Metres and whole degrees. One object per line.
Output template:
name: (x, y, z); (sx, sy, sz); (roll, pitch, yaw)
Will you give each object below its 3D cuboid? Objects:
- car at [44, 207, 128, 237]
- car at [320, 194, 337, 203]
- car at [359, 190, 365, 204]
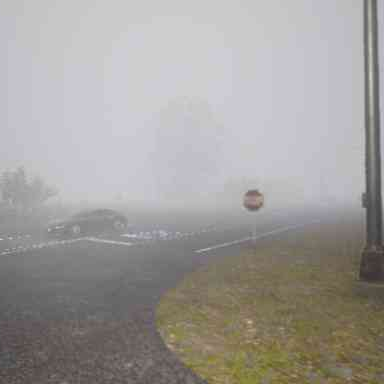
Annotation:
car: (-5.920, 1.685, 19.081); (1.837, 1.490, 4.892); (-1, 0, 37)
car: (23.937, 1.099, 58.229); (1.812, 1.442, 4.674); (-1, 0, 37)
car: (27.194, 0.744, 51.216); (2.150, 2.045, 5.566); (-1, 0, 34)
